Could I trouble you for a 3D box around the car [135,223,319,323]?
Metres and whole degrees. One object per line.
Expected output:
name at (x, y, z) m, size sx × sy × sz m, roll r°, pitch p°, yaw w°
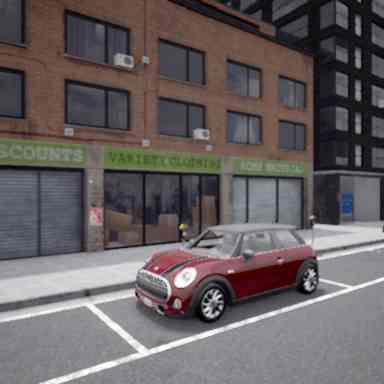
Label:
car at (0.832, 1.443, 7.115) m, size 4.097 × 1.590 × 1.967 m, roll 0°, pitch 0°, yaw -35°
